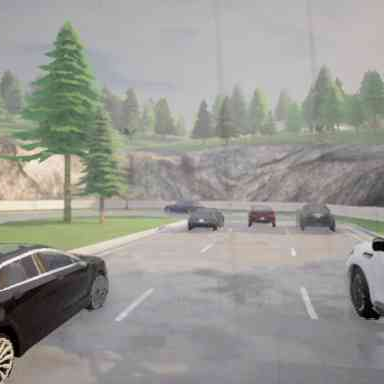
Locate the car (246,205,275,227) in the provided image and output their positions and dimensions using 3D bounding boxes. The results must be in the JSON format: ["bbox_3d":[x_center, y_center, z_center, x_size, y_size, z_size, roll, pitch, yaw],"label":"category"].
[{"bbox_3d":[5.214,1.716,25.338,1.882,1.535,5.008,0,-1,9],"label":"car"}]

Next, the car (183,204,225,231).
[{"bbox_3d":[1.035,1.770,22.553,1.994,1.385,4.181,0,-1,13],"label":"car"}]

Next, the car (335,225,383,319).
[{"bbox_3d":[3.944,1.268,4.296,2.150,2.045,5.566,0,-1,6],"label":"car"}]

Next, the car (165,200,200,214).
[{"bbox_3d":[-1.015,1.701,38.726,4.553,1.767,2.097,0,-1,35],"label":"car"}]

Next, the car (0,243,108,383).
[{"bbox_3d":[-2.882,1.536,5.137,2.128,1.511,4.902,0,0,7],"label":"car"}]

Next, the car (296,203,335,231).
[{"bbox_3d":[8.292,1.570,22.655,2.097,1.767,4.553,0,-1,13],"label":"car"}]
